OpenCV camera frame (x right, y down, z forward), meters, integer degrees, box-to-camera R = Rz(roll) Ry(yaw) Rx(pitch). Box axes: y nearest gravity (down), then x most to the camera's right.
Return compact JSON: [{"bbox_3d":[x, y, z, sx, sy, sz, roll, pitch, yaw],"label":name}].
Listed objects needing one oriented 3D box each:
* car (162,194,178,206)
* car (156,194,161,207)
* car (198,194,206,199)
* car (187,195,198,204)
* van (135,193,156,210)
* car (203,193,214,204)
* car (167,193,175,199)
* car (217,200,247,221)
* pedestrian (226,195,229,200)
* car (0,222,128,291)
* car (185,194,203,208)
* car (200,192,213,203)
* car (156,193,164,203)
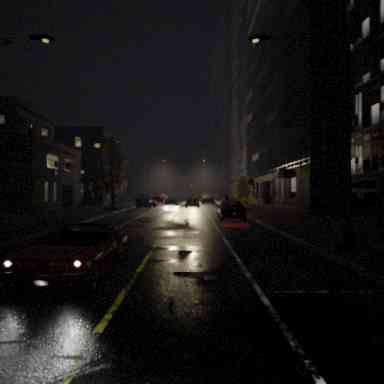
[{"bbox_3d":[-3.071,1.374,50.524,1.895,1.301,4.718,0,0,0],"label":"car"},{"bbox_3d":[-5.672,1.379,45.076,1.802,1.307,4.206,1,0,0],"label":"car"},{"bbox_3d":[2.715,1.167,90.170,1.947,1.339,4.313,1,0,0],"label":"car"},{"bbox_3d":[0.009,1.244,58.267,1.837,1.490,4.892,0,0,0],"label":"car"},{"bbox_3d":[-5.669,1.164,39.430,1.690,1.788,3.998,1,0,0],"label":"van"},{"bbox_3d":[2.712,1.187,56.306,1.967,1.590,4.097,1,0,0],"label":"car"},{"bbox_3d":[-5.664,1.041,90.226,1.967,1.590,4.097,1,0,0],"label":"car"},{"bbox_3d":[3.005,1.360,25.818,1.882,1.535,5.008,0,0,0],"label":"car"},{"bbox_3d":[3.004,1.163,28.837,0.375,1.860,0.375,1,-1,0],"label":"pedestrian"},{"bbox_3d":[-3.099,1.559,9.042,1.895,1.301,4.718,0,0,0],"label":"car"},{"bbox_3d":[0.051,1.347,44.604,2.033,1.411,5.357,0,0,1],"label":"car"},{"bbox_3d":[2.714,1.037,61.949,2.192,1.841,5.009,1,0,0],"label":"car"},{"bbox_3d":[-5.666,1.062,56.362,2.192,1.841,5.009,1,0,0],"label":"car"}]
